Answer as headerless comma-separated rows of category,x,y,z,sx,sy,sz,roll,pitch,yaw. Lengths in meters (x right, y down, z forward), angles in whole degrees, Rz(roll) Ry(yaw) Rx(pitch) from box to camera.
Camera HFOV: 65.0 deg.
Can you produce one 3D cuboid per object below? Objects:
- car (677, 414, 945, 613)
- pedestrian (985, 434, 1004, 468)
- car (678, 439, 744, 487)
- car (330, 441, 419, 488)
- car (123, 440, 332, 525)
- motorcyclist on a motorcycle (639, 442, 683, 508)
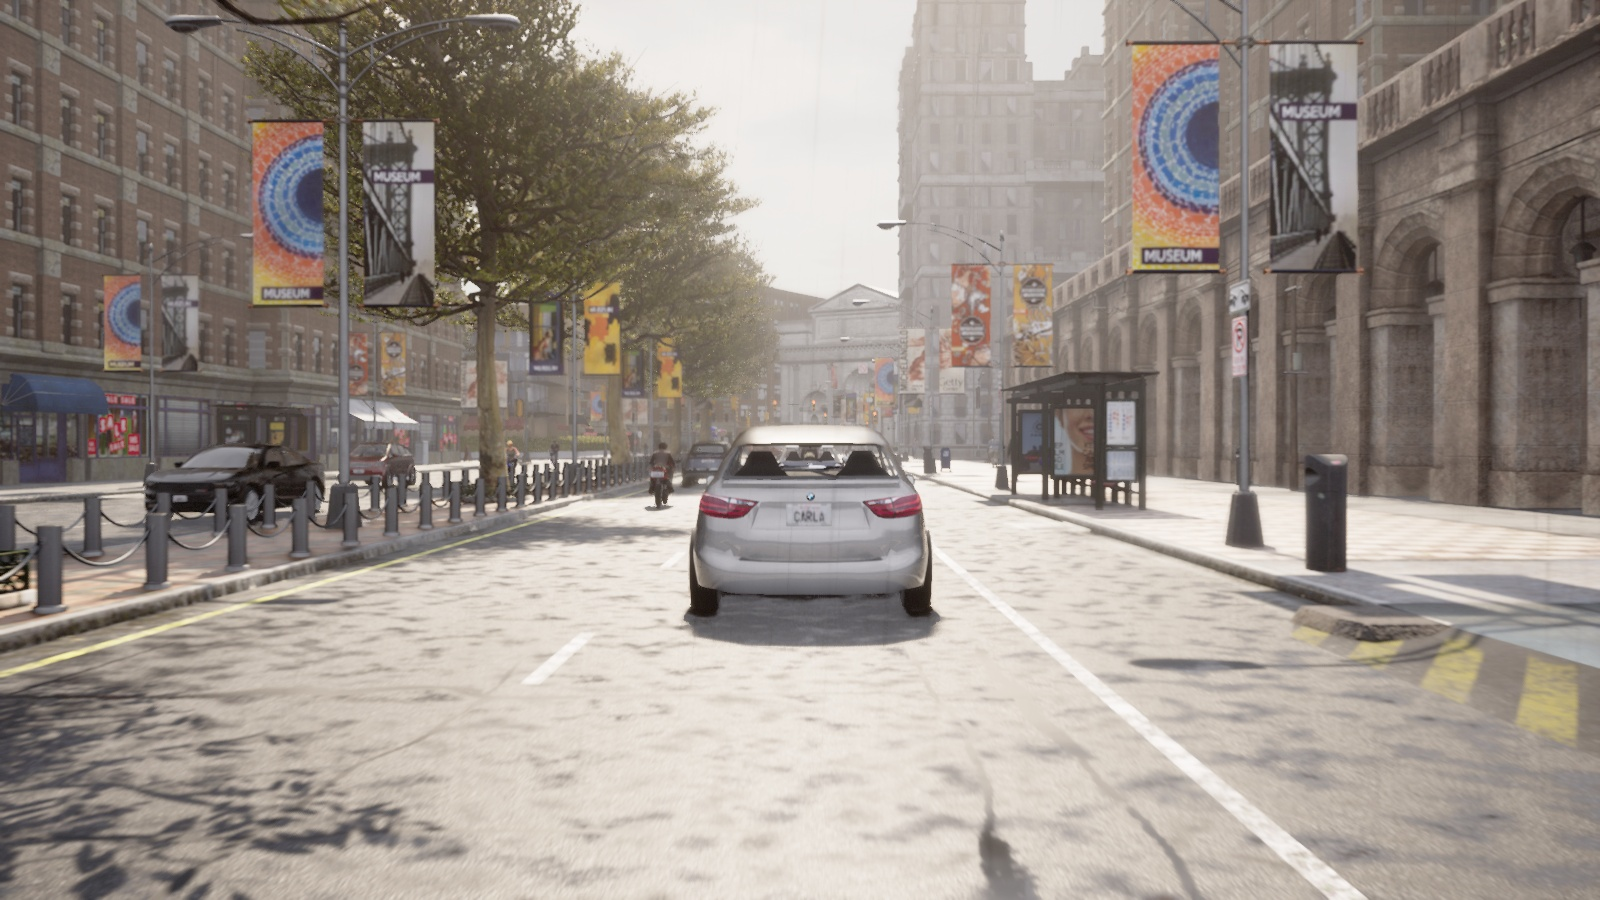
car,0.105,0.521,12.823,2.242,1.667,4.611,0,0,0
pedestrian,10.546,0.036,68.224,0.874,1.855,0.900,0,0,0
car,-3.162,0.425,45.558,2.033,1.649,4.856,0,0,0
car,-14.677,0.478,43.529,1.789,1.549,3.705,0,0,0
car,-11.307,0.579,25.257,1.882,1.535,5.008,0,0,0
motorcyclist on a motorcycle,-3.274,0.564,29.781,0.797,1.523,2.044,0,0,0
